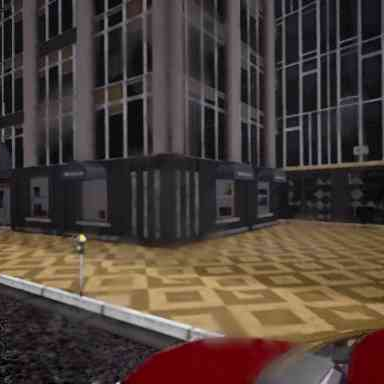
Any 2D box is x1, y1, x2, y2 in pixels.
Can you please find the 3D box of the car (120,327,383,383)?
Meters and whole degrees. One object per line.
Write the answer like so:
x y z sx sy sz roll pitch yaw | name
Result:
1.276 1.582 1.963 4.206 1.307 1.802 -1 0 35 | car
